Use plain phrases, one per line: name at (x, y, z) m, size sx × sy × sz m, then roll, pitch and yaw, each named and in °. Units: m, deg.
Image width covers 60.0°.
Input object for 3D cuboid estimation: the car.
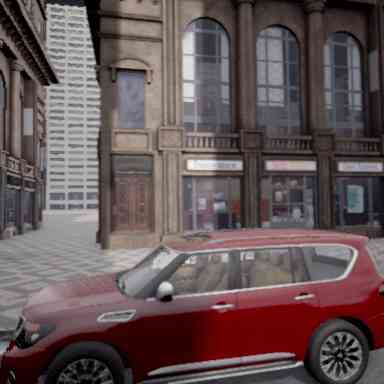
car at (0.276, 1.505, 4.670) m, size 5.009 × 1.841 × 2.192 m, roll -1°, pitch -2°, yaw -12°
